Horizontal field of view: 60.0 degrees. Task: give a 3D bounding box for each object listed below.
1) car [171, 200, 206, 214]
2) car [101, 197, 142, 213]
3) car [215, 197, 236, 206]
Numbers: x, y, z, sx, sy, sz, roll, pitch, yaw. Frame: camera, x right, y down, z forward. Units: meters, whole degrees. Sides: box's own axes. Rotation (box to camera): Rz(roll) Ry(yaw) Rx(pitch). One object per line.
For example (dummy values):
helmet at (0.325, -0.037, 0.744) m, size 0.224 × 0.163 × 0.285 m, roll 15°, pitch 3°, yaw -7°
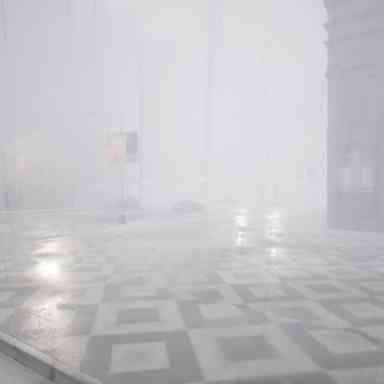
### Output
car at (-0.284, 1.515, 34.951) m, size 1.994 × 1.385 × 4.181 m, roll 0°, pitch 0°, yaw 35°
car at (-7.609, 1.287, 36.014) m, size 2.097 × 1.767 × 4.553 m, roll 0°, pitch 0°, yaw 35°
car at (5.513, 1.491, 54.429) m, size 1.994 × 1.385 × 4.181 m, roll 0°, pitch 0°, yaw 36°
